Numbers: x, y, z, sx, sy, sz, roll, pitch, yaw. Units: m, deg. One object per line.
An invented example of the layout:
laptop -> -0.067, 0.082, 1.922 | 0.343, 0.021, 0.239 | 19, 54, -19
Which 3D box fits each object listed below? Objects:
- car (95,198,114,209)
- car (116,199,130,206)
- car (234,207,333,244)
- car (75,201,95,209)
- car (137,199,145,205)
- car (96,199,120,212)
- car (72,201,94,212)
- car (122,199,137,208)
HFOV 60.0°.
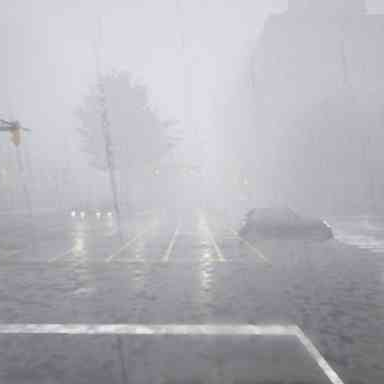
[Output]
car -> -15.074, 1.952, 57.621 | 2.097, 1.767, 4.553 | 0, -1, 0
car -> -15.002, 2.281, 72.567 | 2.128, 1.511, 4.902 | 0, -1, 0
car -> 4.440, 1.524, 16.405 | 4.553, 1.767, 2.097 | 0, -1, 0
car -> -18.251, 2.186, 56.708 | 1.895, 1.301, 4.718 | 0, -1, 0
car -> -11.502, 2.293, 73.731 | 2.128, 1.511, 4.902 | 0, -1, 0
car -> -11.598, 1.963, 46.543 | 1.882, 1.535, 5.008 | 0, -1, 0
car -> -15.097, 2.046, 46.174 | 1.994, 1.385, 4.181 | 0, -1, 0
car -> -11.569, 2.217, 59.151 | 1.895, 1.301, 4.718 | 0, -1, 0
